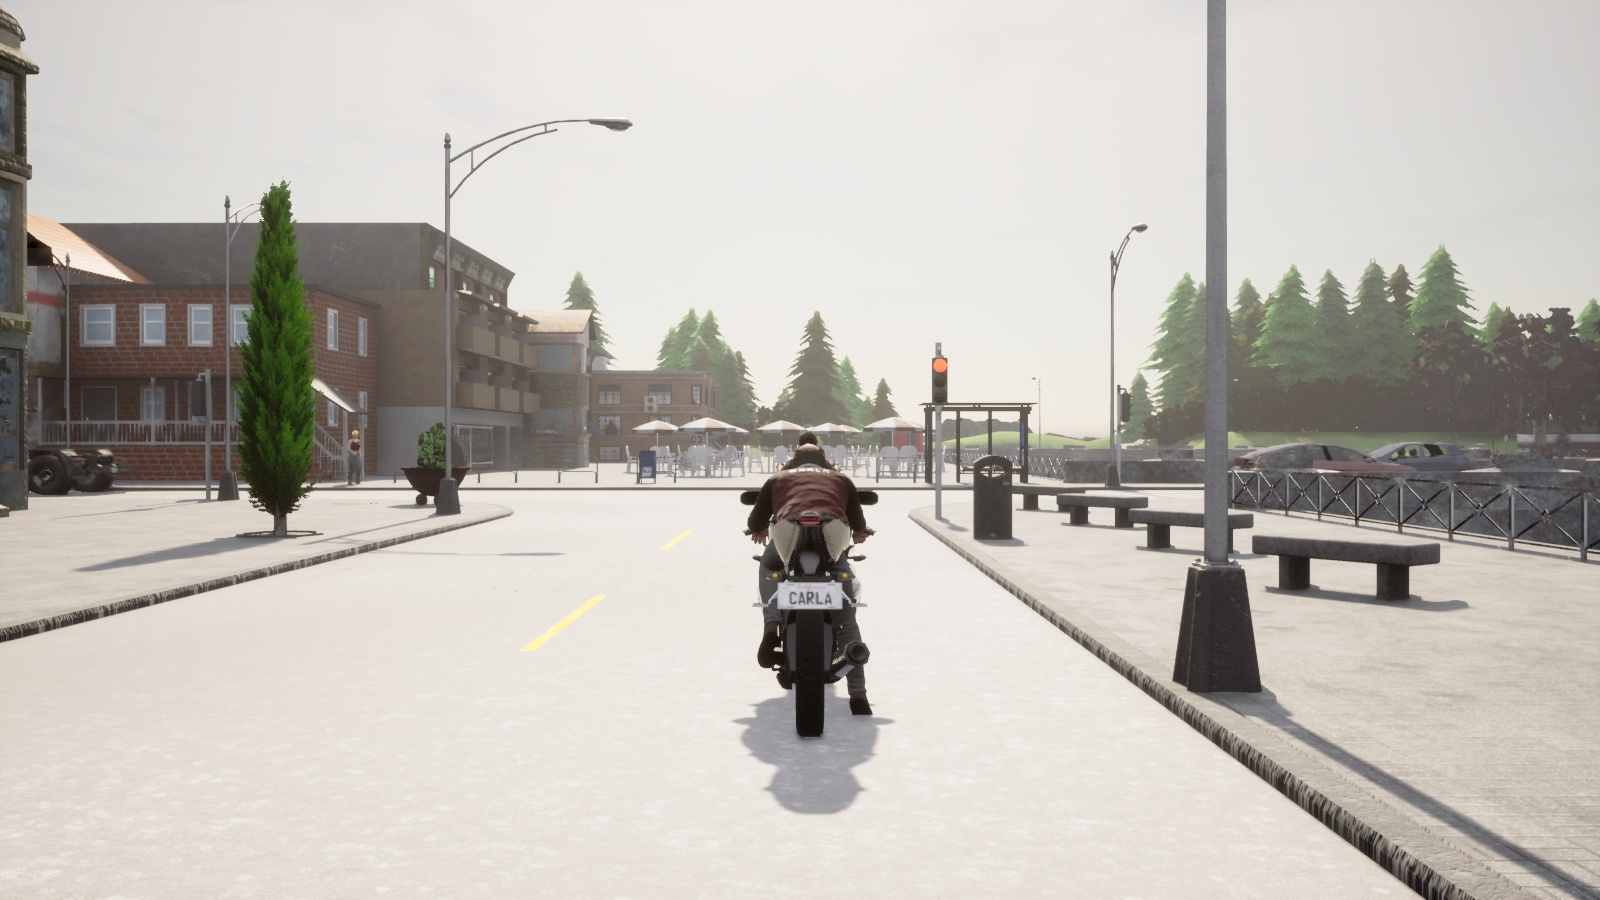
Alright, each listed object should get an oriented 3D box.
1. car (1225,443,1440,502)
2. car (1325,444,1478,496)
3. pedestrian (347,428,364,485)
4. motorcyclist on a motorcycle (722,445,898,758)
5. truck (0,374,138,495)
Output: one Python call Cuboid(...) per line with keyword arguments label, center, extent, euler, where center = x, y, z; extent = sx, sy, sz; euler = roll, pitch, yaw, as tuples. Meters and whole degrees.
Cuboid(label="car", center=(14.004, 0.570, 33.250), extent=(4.792, 1.488, 2.163), euler=(0, 0, 1))
Cuboid(label="car", center=(17.759, 0.566, 37.197), extent=(3.633, 1.501, 1.845), euler=(0, 0, 0))
Cuboid(label="pedestrian", center=(-14.591, 0.211, 41.239), extent=(0.345, 1.836, 0.594), euler=(0, 0, -41))
Cuboid(label="motorcyclist on a motorcycle", center=(0.054, 0.740, 7.268), extent=(0.866, 1.530, 2.191), euler=(0, 0, 0))
Cuboid(label="truck", center=(-24.465, -0.466, 37.429), extent=(7.936, 3.462, 2.891), euler=(0, 0, 0))
